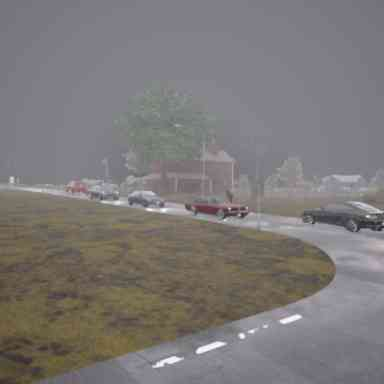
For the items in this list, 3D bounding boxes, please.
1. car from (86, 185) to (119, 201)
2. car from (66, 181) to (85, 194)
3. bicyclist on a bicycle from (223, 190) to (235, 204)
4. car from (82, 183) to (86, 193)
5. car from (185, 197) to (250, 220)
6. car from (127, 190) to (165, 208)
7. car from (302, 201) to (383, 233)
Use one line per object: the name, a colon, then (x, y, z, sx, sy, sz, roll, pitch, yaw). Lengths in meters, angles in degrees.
car: (-10.064, 0.016, 38.059, 2.097, 1.767, 4.553, 0, 2, -36)
car: (-19.665, -0.820, 56.380, 2.150, 2.045, 5.566, 0, 2, -36)
bicyclist on a bicycle: (3.272, 0.662, 29.679, 1.656, 1.620, 0.582, 0, 2, -36)
car: (-13.985, -0.189, 48.527, 1.812, 1.442, 4.674, 0, 2, -35)
car: (1.559, 0.997, 21.780, 1.895, 1.301, 4.718, 0, 2, -36)
car: (-4.221, 0.553, 29.874, 1.812, 1.442, 4.674, 0, 2, -36)
car: (7.910, 1.199, 17.391, 1.812, 1.442, 4.674, 1, 2, -25)
